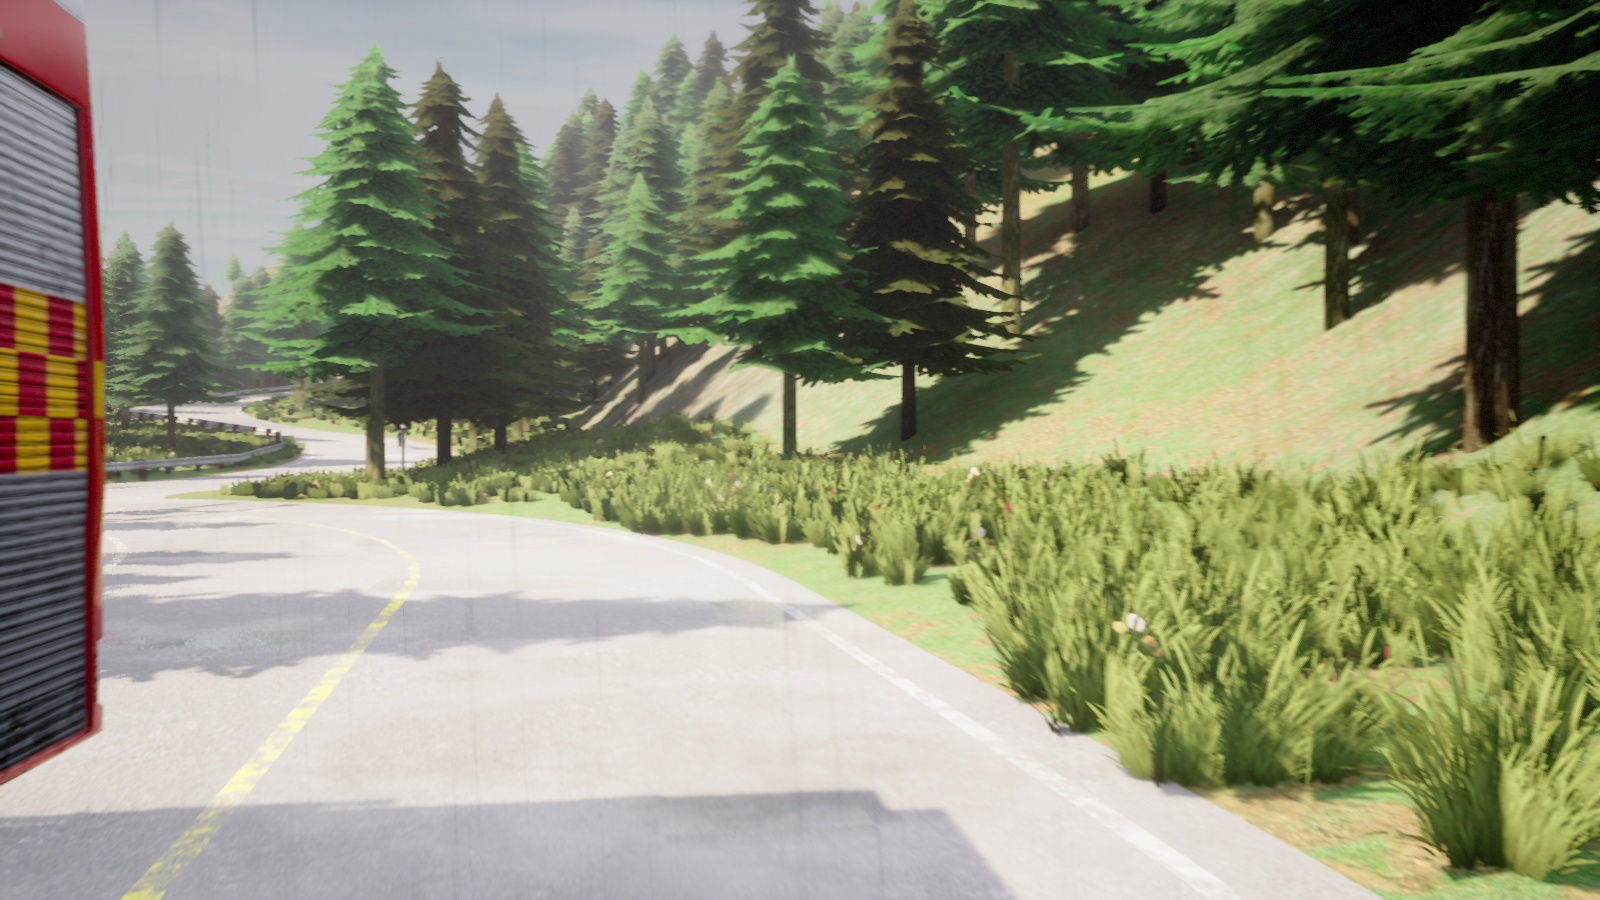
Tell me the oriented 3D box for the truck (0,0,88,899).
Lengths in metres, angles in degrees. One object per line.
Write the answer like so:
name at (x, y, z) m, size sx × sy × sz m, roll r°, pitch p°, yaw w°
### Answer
truck at (-3.490, -0.417, 0.149) m, size 2.891 × 3.827 × 8.468 m, roll 0°, pitch 0°, yaw -7°
